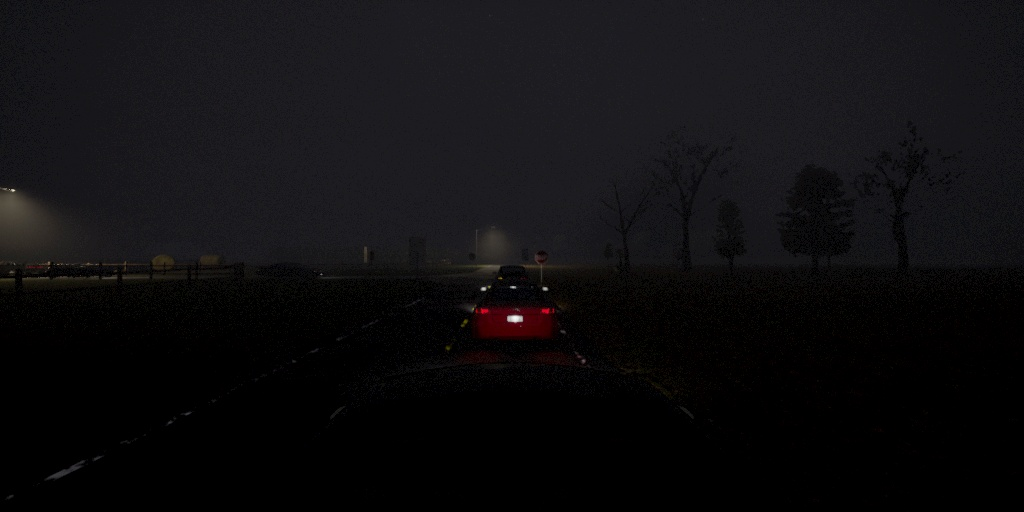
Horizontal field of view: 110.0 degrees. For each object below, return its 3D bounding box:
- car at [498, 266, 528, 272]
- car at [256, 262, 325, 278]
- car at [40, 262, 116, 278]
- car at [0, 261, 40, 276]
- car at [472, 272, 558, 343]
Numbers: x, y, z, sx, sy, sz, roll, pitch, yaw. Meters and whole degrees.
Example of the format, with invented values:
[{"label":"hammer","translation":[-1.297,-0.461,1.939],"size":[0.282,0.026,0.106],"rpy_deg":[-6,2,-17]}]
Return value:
[{"label":"car","translation":[-0.011,1.252,19.669],"size":[1.837,1.490,4.892],"rpy_deg":[0,0,-2]},{"label":"car","translation":[-19.789,1.253,32.175],"size":[5.357,1.411,2.033],"rpy_deg":[0,-1,-2]},{"label":"car","translation":[-37.591,1.245,31.378],"size":[4.181,1.385,1.994],"rpy_deg":[0,-1,-3]},{"label":"car","translation":[-47.167,1.221,33.604],"size":[4.892,1.490,1.837],"rpy_deg":[0,-1,-4]},{"label":"car","translation":[0.068,1.313,9.668],"size":[1.994,1.385,4.181],"rpy_deg":[0,0,0]}]
